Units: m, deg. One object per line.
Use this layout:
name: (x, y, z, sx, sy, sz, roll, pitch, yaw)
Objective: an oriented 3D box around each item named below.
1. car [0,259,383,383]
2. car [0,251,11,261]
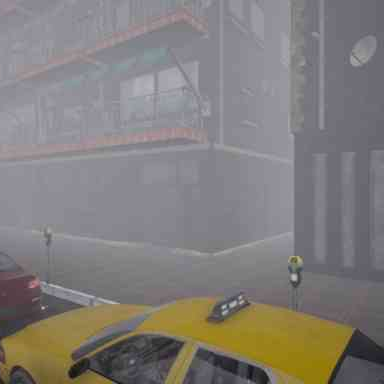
car: (0.086, 1.525, 2.816, 4.829, 1.417, 1.752, 0, 0, 36)
car: (-4.353, 1.582, 5.997, 4.206, 1.307, 1.802, 0, 0, 36)
